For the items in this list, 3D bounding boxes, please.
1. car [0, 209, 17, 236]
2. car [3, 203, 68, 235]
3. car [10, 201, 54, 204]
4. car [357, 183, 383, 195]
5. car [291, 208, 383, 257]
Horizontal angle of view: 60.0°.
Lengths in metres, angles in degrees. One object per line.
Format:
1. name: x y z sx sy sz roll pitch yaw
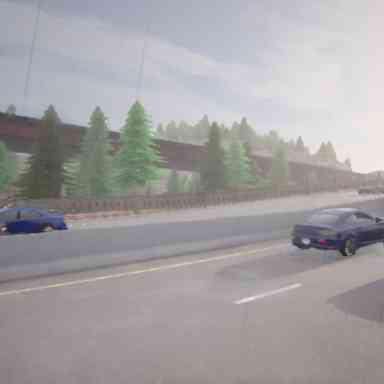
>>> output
1. car: -8.639 1.485 10.727 4.902 1.511 2.128 0 0 -36
2. car: -8.361 1.473 15.225 5.008 1.535 1.882 0 0 -36
3. car: -9.674 1.341 18.589 4.553 1.767 2.097 -1 0 -36
4. car: 22.459 -0.417 41.496 4.181 1.385 1.994 -4 2 -35
5. car: 5.517 1.305 11.983 4.674 1.442 1.812 -3 2 -35
